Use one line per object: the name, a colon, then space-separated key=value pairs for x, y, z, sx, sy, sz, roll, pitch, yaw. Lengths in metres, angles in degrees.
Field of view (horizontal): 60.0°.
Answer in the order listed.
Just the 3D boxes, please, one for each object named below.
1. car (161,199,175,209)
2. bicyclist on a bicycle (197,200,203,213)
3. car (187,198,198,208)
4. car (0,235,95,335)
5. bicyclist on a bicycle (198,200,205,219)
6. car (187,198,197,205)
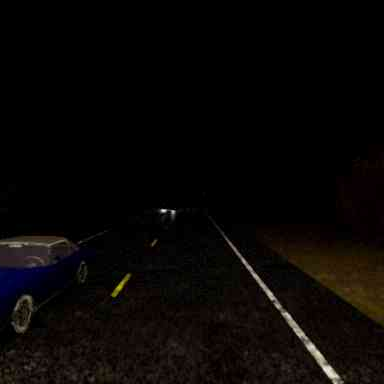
car: x=-3.572 y=1.860 z=51.096 sx=1.812 sy=1.442 sz=4.674 roll=0 pitch=-1 yaw=0
bicyclist on a bicycle: x=0.962 y=1.721 z=39.890 sx=0.582 sy=1.620 sz=1.656 roll=0 pitch=-1 yaw=0
car: x=0.088 y=1.856 z=56.657 sx=2.128 sy=1.511 sz=4.902 roll=0 pitch=0 yaw=0
car: x=-3.601 y=1.653 z=6.915 sx=1.895 sy=1.301 sz=4.718 roll=0 pitch=0 yaw=0
bicyclist on a bicycle: x=0.963 y=1.585 z=31.285 sx=0.659 sy=1.776 sz=1.843 roll=0 pitch=0 yaw=0
car: x=-0.003 y=1.989 z=73.917 sx=2.033 sy=1.411 sz=5.357 roll=0 pitch=0 yaw=0
